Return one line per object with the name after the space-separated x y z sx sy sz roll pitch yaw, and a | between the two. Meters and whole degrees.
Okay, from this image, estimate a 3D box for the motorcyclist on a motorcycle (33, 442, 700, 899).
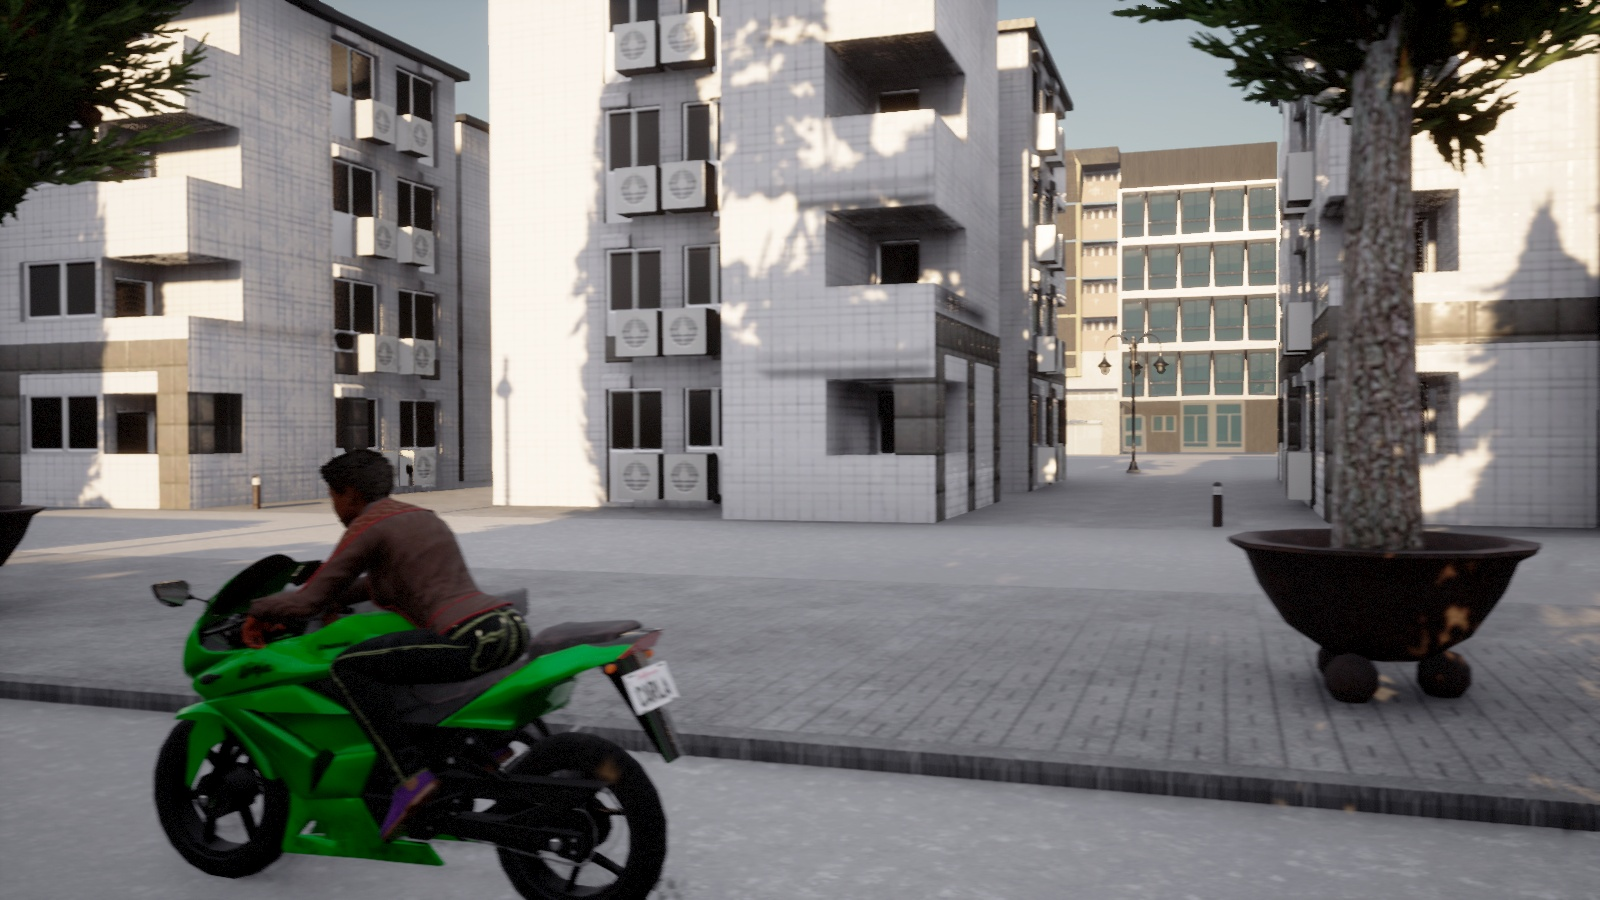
-1.433 0.743 4.202 2.044 1.523 0.797 0 1 19 | motorcyclist on a motorcycle
